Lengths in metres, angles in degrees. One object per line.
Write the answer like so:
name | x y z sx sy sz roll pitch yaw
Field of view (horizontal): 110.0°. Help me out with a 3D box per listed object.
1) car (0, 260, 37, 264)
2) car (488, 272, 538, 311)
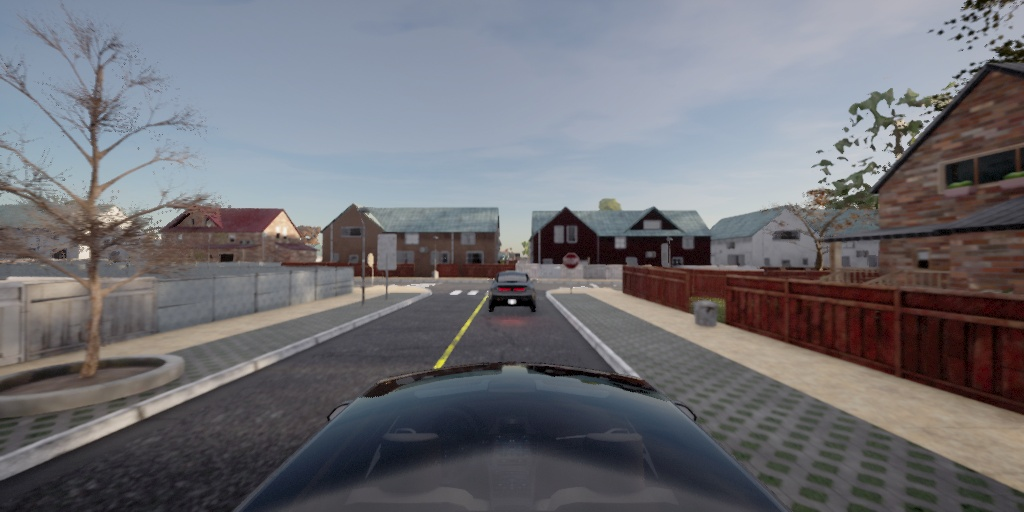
car | -41.790 1.114 29.861 5.008 1.535 1.882 1 -1 2
car | 0.030 1.403 15.275 1.837 1.490 4.892 0 0 1
